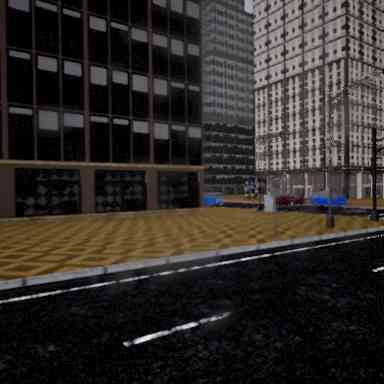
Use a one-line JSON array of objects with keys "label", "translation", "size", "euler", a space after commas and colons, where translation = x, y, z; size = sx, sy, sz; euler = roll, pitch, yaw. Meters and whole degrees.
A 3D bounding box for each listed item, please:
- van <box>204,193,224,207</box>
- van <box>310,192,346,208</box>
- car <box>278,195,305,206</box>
[{"label": "van", "translation": [2.432, 0.972, 42.982], "size": [1.690, 1.788, 3.998], "euler": [-1, 1, -34]}, {"label": "van", "translation": [15.673, 0.879, 38.569], "size": [1.690, 1.788, 3.998], "euler": [-1, 1, -34]}, {"label": "car", "translation": [12.496, 1.057, 43.108], "size": [1.887, 1.381, 4.507], "euler": [-1, 1, -34]}]
